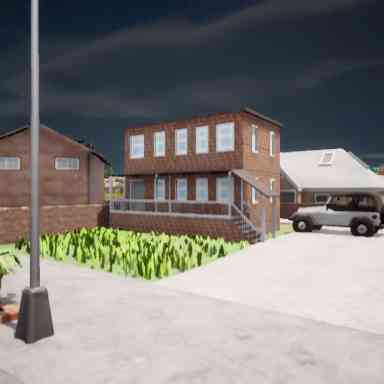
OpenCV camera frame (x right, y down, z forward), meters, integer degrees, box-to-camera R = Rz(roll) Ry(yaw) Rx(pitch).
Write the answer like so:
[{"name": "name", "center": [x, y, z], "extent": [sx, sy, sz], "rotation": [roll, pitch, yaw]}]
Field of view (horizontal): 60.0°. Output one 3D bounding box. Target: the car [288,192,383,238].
[{"name": "car", "center": [6.274, 0.930, 14.177], "extent": [3.866, 1.878, 1.905], "rotation": [0, 0, 36]}]
